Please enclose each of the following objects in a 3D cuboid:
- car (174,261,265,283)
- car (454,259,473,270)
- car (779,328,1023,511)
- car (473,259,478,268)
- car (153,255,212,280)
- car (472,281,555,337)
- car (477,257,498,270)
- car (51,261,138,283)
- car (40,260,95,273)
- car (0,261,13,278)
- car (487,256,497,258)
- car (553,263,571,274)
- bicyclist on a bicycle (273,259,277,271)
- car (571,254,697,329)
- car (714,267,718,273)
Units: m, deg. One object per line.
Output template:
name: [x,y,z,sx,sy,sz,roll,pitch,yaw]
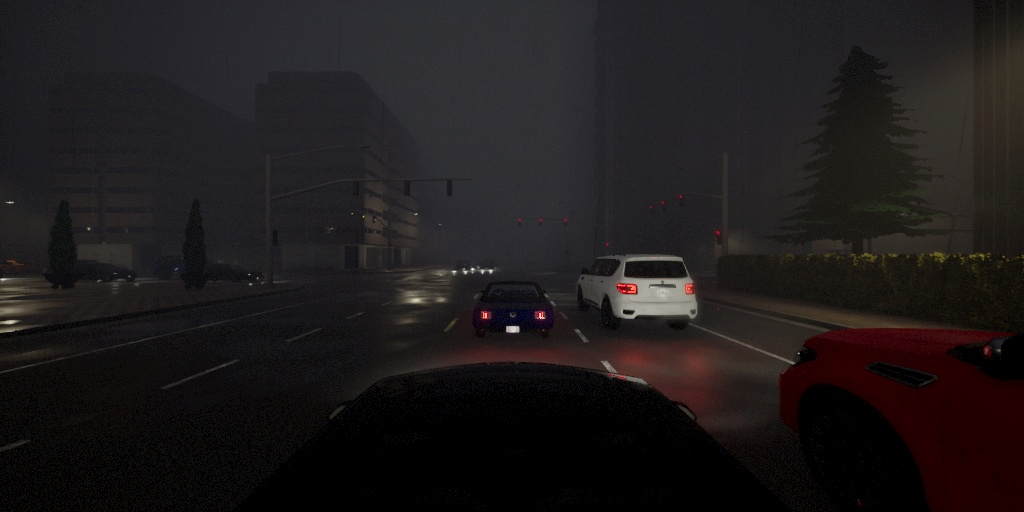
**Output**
car: [-22.008,1.297,27.331,5.357,1.411,2.033,0,0,1]
car: [-7.163,1.228,51.739,1.882,1.535,5.008,0,0,0]
car: [3.600,0.971,1.000,2.150,2.045,5.566,0,0,0]
car: [-7.170,1.351,61.070,1.895,1.301,4.718,0,0,0]
car: [-27.505,0.972,30.902,5.566,2.045,2.150,0,0,0]
car: [0.043,1.351,10.233,1.895,1.301,4.718,0,0,0]
car: [-3.659,1.314,53.982,1.994,1.385,4.181,0,0,0]
car: [-31.592,1.276,27.438,4.674,1.442,1.812,0,0,1]
car: [-36.974,1.102,30.985,4.553,1.767,2.097,0,0,1]
car: [-46.943,1.314,31.083,4.181,1.385,1.994,0,0,0]
car: [-3.655,0.971,64.703,2.150,2.045,5.566,0,0,0]
car: [7.288,1.297,39.773,5.357,1.411,2.033,0,0,25]
bicyclist on a bicycle: [-28.701,1.051,42.895,0.582,1.620,1.656,0,0,0]
car: [3.573,0.971,11.362,2.150,2.045,5.566,0,0,-2]
car: [23.994,1.227,37.666,5.008,1.535,1.882,0,0,1]
